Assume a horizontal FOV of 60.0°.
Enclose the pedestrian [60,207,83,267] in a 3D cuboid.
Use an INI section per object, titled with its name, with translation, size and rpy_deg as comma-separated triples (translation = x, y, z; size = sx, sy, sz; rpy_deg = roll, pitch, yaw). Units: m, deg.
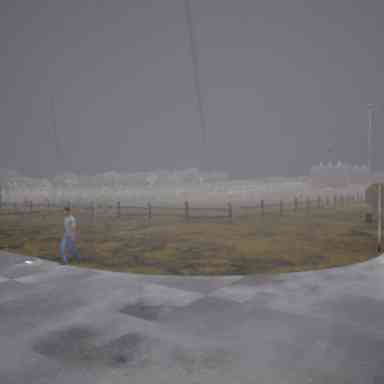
[pedestrian]
translation = -3.709, 1.277, 10.153
size = 0.375, 1.860, 0.375
rpy_deg = 1, 3, 37
